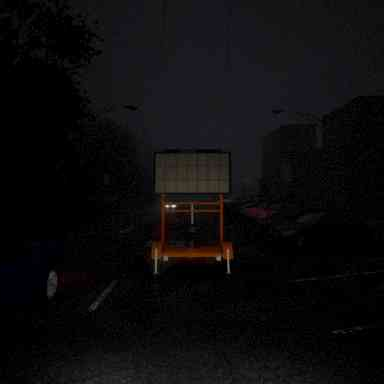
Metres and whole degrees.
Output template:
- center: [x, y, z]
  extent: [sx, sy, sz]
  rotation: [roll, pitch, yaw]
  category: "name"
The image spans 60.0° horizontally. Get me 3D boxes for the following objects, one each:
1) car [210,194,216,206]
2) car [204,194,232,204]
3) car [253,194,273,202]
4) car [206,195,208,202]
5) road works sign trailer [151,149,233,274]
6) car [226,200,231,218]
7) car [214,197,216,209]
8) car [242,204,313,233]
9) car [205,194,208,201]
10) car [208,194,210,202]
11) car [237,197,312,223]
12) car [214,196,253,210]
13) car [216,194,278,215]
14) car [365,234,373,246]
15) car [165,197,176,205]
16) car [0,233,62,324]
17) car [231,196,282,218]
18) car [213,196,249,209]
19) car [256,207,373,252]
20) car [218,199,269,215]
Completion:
- center: [5.405, 1.271, 37.805]
  extent: [5.566, 2.045, 2.435]
  rotation: [1, 0, -20]
  category: "car"
- center: [5.549, 1.391, 70.877]
  extent: [5.566, 2.045, 2.435]
  rotation: [1, 0, -20]
  category: "car"
- center: [18.548, 1.463, 86.843]
  extent: [2.435, 2.045, 5.566]
  rotation: [0, 0, -21]
  category: "car"
- center: [5.497, 1.583, 55.839]
  extent: [5.008, 1.535, 2.097]
  rotation: [1, -1, -20]
  category: "car"
- center: [0.009, 0.465, 10.529]
  extent: [2.380, 3.560, 2.880]
  rotation: [0, 0, 0]
  category: "road works sign trailer"
- center: [5.365, 1.538, 25.810]
  extent: [4.674, 1.452, 2.002]
  rotation: [1, 0, -20]
  category: "car"
- center: [5.223, 1.503, 31.746]
  extent: [5.366, 1.575, 1.946]
  rotation: [1, 0, -20]
  category: "car"
- center: [5.304, 1.518, 16.792]
  extent: [4.792, 1.488, 2.163]
  rotation: [1, 0, -20]
  category: "car"
- center: [5.347, 1.613, 64.784]
  extent: [5.366, 1.575, 1.946]
  rotation: [1, 0, -20]
  category: "car"
- center: [5.528, 1.447, 52.837]
  extent: [4.553, 1.767, 2.185]
  rotation: [1, 0, -20]
  category: "car"
- center: [5.375, 1.366, 19.812]
  extent: [4.553, 1.767, 2.185]
  rotation: [1, 0, -20]
  category: "car"
- center: [5.425, 1.414, 43.819]
  extent: [4.553, 1.767, 2.185]
  rotation: [1, 0, -20]
  category: "car"
- center: [5.373, 1.252, 28.788]
  extent: [5.566, 2.045, 2.435]
  rotation: [1, 0, -20]
  category: "car"
- center: [5.314, 1.487, 4.800]
  extent: [4.892, 1.521, 2.231]
  rotation: [1, 0, -20]
  category: "car"
- center: [-3.897, 1.612, 61.656]
  extent: [2.128, 1.511, 4.902]
  rotation: [0, 0, 0]
  category: "car"
- center: [-3.847, 1.478, 5.468]
  extent: [1.882, 1.535, 5.008]
  rotation: [0, 0, 0]
  category: "car"
- center: [5.388, 1.369, 22.813]
  extent: [4.553, 1.767, 2.185]
  rotation: [1, 0, -20]
  category: "car"
- center: [5.439, 1.424, 46.820]
  extent: [4.553, 1.767, 2.185]
  rotation: [1, 0, -20]
  category: "car"
- center: [5.325, 1.528, 13.800]
  extent: [4.674, 1.452, 2.002]
  rotation: [1, 0, -20]
  category: "car"
- center: [5.384, 1.545, 34.803]
  extent: [4.792, 1.488, 2.163]
  rotation: [1, 0, -20]
  category: "car"
